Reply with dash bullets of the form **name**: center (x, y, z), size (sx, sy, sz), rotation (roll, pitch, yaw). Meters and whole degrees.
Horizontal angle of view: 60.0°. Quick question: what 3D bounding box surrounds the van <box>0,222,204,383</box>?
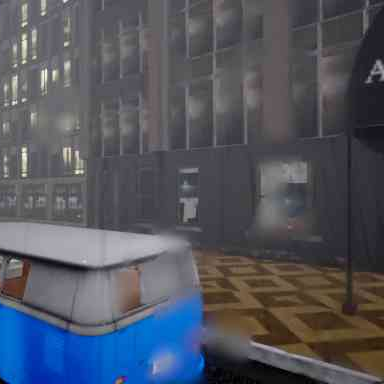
- **van**: center (-1.774, 1.341, 4.131), size (3.998, 1.788, 1.690), rotation (0, 0, 35)
